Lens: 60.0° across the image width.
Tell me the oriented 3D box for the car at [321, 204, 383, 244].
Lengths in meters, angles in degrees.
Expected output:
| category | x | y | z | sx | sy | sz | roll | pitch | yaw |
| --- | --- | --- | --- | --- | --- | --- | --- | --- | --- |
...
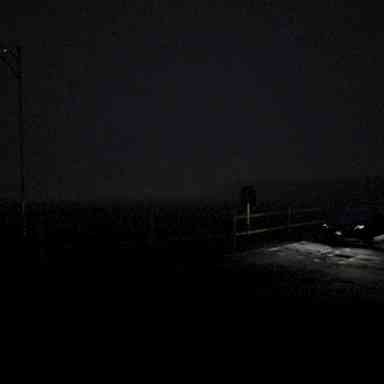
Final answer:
| category | x | y | z | sx | sy | sz | roll | pitch | yaw |
| --- | --- | --- | --- | --- | --- | --- | --- | --- | --- |
| car | 7.449 | 1.286 | 14.543 | 4.674 | 1.442 | 1.812 | -1 | 1 | -42 |
